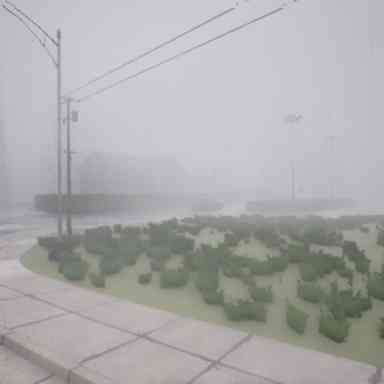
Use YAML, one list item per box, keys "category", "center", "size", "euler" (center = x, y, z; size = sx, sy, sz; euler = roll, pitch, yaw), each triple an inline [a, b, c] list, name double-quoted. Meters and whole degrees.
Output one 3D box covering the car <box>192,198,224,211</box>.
- category: "car"
  center: [2.010, 1.563, 40.691]
  size: [2.097, 1.767, 4.553]
  euler: [-1, 0, 36]
